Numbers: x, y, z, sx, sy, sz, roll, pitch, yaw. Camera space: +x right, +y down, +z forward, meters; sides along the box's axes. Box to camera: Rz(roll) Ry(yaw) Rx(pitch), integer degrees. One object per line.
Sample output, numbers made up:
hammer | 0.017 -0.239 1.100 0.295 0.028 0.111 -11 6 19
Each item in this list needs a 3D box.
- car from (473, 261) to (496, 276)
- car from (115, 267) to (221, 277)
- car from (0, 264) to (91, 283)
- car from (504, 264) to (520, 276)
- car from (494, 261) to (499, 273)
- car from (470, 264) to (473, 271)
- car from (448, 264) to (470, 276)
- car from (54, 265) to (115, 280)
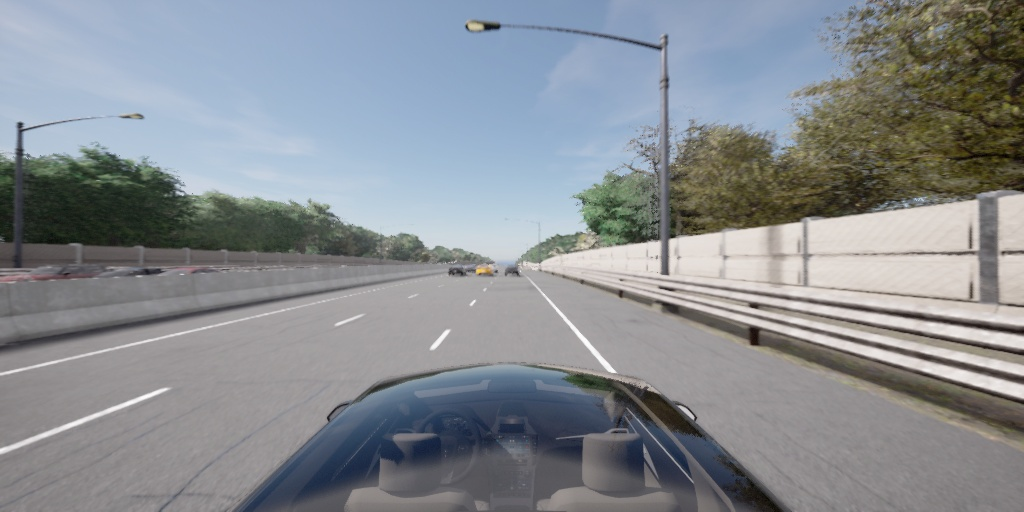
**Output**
car | -3.495 1.786 46.557 1.882 1.535 5.008 0 -1 0
car | -17.588 1.362 19.357 1.882 1.535 5.008 0 -1 0
car | -24.587 1.237 19.450 2.097 1.767 4.553 0 -1 0
car | 0.004 1.814 46.513 1.837 1.490 4.892 0 -1 0
car | -3.473 1.786 59.566 2.150 2.045 5.566 0 -1 1
car | -6.966 2.144 61.400 2.033 1.411 5.357 0 -1 1
car | -6.995 1.786 46.558 1.882 1.535 5.008 0 -1 0
car | -21.087 1.394 19.793 1.837 1.490 4.892 0 -1 0
